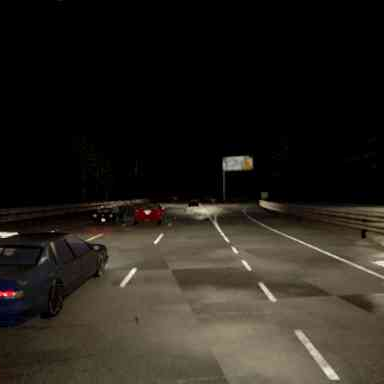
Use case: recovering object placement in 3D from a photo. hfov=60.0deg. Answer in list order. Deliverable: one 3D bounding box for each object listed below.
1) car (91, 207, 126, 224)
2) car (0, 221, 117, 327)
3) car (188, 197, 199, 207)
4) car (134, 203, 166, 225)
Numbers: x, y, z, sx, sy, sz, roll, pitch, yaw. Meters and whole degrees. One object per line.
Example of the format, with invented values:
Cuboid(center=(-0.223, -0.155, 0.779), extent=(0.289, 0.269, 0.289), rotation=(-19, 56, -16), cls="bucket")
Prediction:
Cuboid(center=(-6.850, 1.899, 27.913), extent=(1.895, 1.301, 4.718), rotation=(0, -1, 0), cls="car")
Cuboid(center=(-3.396, 1.629, 7.498), extent=(2.033, 1.411, 5.357), rotation=(0, -1, 0), cls="car")
Cuboid(center=(0.265, 2.202, 64.870), extent=(1.812, 1.442, 4.674), rotation=(0, -1, 0), cls="car")
Cuboid(center=(-3.346, 1.642, 27.141), extent=(2.097, 1.767, 4.553), rotation=(0, -1, 0), cls="car")
